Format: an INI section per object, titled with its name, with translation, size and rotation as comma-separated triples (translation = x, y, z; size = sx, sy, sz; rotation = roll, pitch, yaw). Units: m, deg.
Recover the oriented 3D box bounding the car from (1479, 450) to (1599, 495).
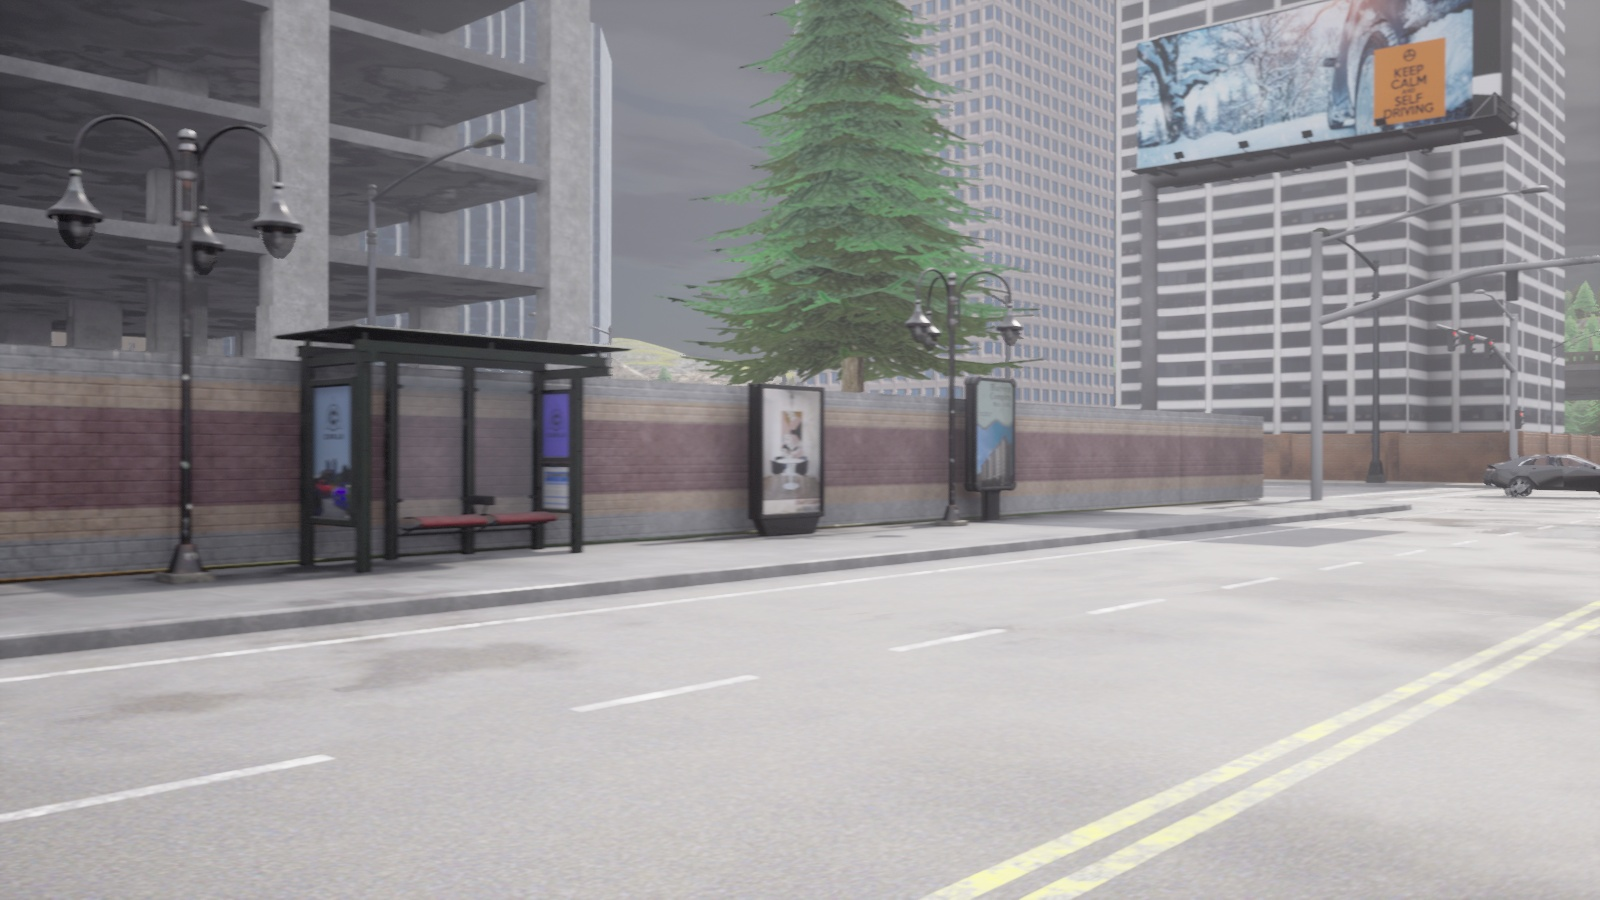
[car]
translation = 26.383, 0.748, 43.403
size = 4.902, 1.511, 2.128
rotation = 0, 0, 22
